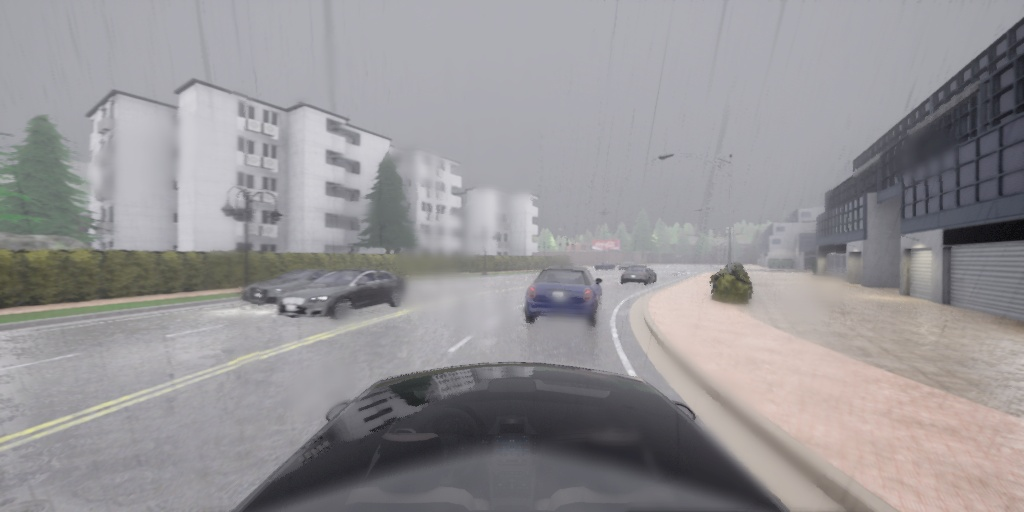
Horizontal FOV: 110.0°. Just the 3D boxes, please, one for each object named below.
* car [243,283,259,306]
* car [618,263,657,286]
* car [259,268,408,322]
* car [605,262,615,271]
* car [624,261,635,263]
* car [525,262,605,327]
[{"bbox_3d":[-8.408,1.229,14.637,1.994,1.385,4.181,1,0,17],"label":"car"},{"bbox_3d":[9.698,1.433,27.307,1.994,1.385,4.181,1,0,31],"label":"car"},{"bbox_3d":[-5.470,1.187,12.316,2.128,1.511,4.902,0,0,16],"label":"car"},{"bbox_3d":[14.035,1.553,54.210,1.895,1.301,4.718,1,0,32],"label":"car"},{"bbox_3d":[16.977,1.491,52.313,1.837,1.490,4.892,1,0,32],"label":"car"},{"bbox_3d":[1.902,1.128,12.044,2.097,1.767,4.553,1,0,15],"label":"car"}]
